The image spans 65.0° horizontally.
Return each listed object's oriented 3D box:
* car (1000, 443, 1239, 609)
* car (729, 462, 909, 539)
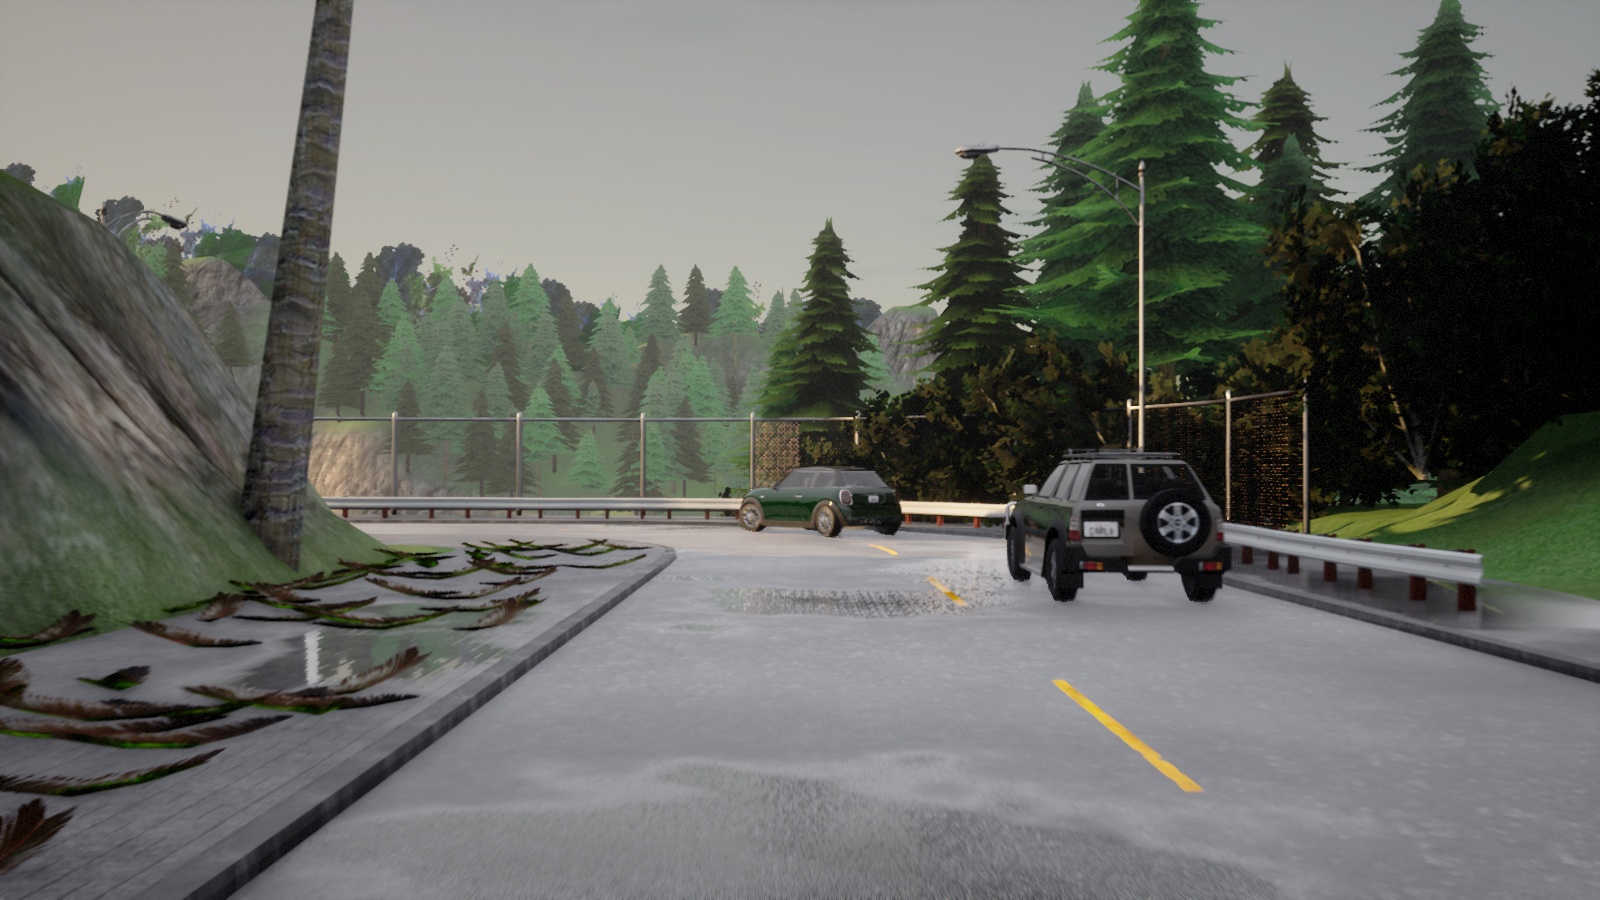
[{"bbox_3d":[3.953,0.891,16.427,1.932,1.855,4.605,0,-1,0],"label":"car"},{"bbox_3d":[0.384,1.198,31.318,2.097,1.767,4.553,0,-1,-38],"label":"car"}]
